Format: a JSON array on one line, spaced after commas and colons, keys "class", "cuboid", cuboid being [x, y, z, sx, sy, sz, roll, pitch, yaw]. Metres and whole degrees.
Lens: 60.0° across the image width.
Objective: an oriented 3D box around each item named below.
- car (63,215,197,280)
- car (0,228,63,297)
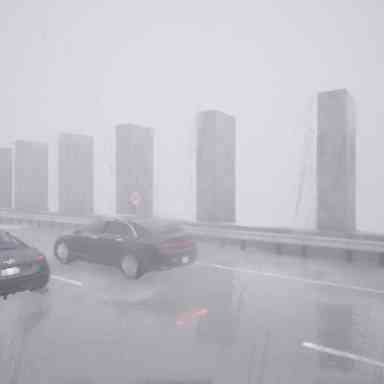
[{"class": "car", "cuboid": [-2.126, 1.437, 9.789, 4.892, 1.490, 1.837, 0, 1, 36]}, {"class": "car", "cuboid": [-5.142, 1.506, 7.654, 4.181, 1.385, 1.994, 0, 0, 36]}]
